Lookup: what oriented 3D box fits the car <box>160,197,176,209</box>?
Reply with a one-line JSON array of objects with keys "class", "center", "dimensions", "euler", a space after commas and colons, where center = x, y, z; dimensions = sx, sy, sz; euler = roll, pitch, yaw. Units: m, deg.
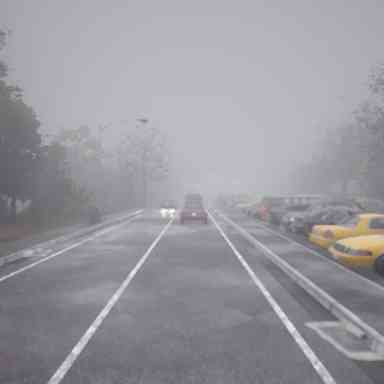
[{"class": "car", "center": [-3.193, 1.476, 45.201], "dimensions": [2.128, 1.511, 4.902], "euler": [0, 0, 0]}]

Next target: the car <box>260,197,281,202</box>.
[{"class": "car", "center": [20.535, 1.952, 86.723], "dimensions": [4.892, 1.521, 2.231], "euler": [0, -1, 0]}]

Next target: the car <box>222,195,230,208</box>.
[{"class": "car", "center": [6.977, 1.473, 42.628], "dimensions": [5.366, 1.575, 1.946], "euler": [0, 0, 0]}]

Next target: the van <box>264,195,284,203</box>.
[{"class": "van", "center": [20.639, 1.677, 83.955], "dimensions": [4.442, 1.987, 1.878], "euler": [0, -1, 0]}]

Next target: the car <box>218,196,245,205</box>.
[{"class": "car", "center": [7.323, 1.558, 62.033], "dimensions": [4.792, 1.488, 2.163], "euler": [0, -1, 0]}]

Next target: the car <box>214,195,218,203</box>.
[{"class": "car", "center": [7.304, 1.244, 59.283], "dimensions": [5.566, 2.045, 2.435], "euler": [0, 0, 0]}]

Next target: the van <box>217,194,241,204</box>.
[{"class": "van", "center": [7.196, 1.350, 64.820], "dimensions": [4.442, 1.987, 1.878], "euler": [0, -1, 0]}]

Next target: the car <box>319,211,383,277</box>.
[{"class": "car", "center": [6.753, 1.473, 9.446], "dimensions": [5.366, 1.575, 1.946], "euler": [0, 0, 0]}]

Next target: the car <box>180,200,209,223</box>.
[{"class": "car", "center": [0.150, 1.531, 25.204], "dimensions": [1.994, 1.385, 4.181], "euler": [0, 0, 0]}]

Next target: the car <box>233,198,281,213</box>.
[{"class": "car", "center": [7.131, 1.471, 37.074], "dimensions": [4.892, 1.521, 2.231], "euler": [0, 0, 0]}]

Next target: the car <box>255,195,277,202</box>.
[{"class": "car", "center": [20.607, 1.803, 92.262], "dimensions": [5.566, 2.045, 2.435], "euler": [0, -1, 0]}]

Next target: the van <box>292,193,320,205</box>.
[{"class": "van", "center": [20.238, 1.265, 59.178], "dimensions": [4.442, 1.987, 1.878], "euler": [0, -1, 0]}]

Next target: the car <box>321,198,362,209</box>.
[{"class": "car", "center": [20.258, 1.514, 45.193], "dimensions": [4.674, 1.452, 2.002], "euler": [0, 0, 0]}]

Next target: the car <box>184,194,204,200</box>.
[{"class": "car", "center": [0.221, 1.197, 40.599], "dimensions": [2.150, 2.045, 5.566], "euler": [0, 0, 0]}]

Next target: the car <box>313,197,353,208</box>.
[{"class": "car", "center": [20.273, 1.477, 47.964], "dimensions": [5.008, 1.535, 2.097], "euler": [0, 0, 0]}]

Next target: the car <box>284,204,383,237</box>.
[{"class": "car", "center": [6.969, 1.454, 14.865], "dimensions": [4.892, 1.521, 2.231], "euler": [0, 0, 0]}]

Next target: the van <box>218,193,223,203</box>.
[{"class": "van", "center": [7.140, 1.267, 56.508], "dimensions": [4.442, 1.987, 1.878], "euler": [0, 0, 0]}]

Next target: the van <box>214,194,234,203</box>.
[{"class": "van", "center": [7.523, 1.590, 78.697], "dimensions": [4.442, 1.987, 1.878], "euler": [0, -1, 0]}]

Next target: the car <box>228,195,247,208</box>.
[{"class": "car", "center": [7.138, 1.474, 39.850], "dimensions": [4.892, 1.521, 2.231], "euler": [0, 0, 0]}]

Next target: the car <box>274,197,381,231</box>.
[{"class": "car", "center": [7.025, 1.324, 17.644], "dimensions": [4.553, 1.767, 2.185], "euler": [0, 0, 0]}]

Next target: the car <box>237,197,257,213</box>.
[{"class": "car", "center": [7.058, 1.493, 31.522], "dimensions": [4.792, 1.488, 2.163], "euler": [0, 0, 0]}]

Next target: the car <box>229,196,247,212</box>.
[{"class": "car", "center": [6.921, 1.464, 34.300], "dimensions": [5.366, 1.575, 1.946], "euler": [0, 0, 0]}]

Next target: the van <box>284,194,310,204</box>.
[{"class": "van", "center": [20.274, 1.343, 64.569], "dimensions": [4.442, 1.987, 1.878], "euler": [0, -1, 0]}]

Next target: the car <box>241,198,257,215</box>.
[{"class": "car", "center": [7.039, 1.490, 28.746], "dimensions": [4.792, 1.488, 2.163], "euler": [0, 0, 0]}]

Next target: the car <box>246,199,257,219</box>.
[{"class": "car", "center": [7.021, 1.486, 25.970], "dimensions": [4.792, 1.488, 2.163], "euler": [0, 0, 0]}]

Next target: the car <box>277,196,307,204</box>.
[{"class": "car", "center": [20.225, 1.613, 67.334], "dimensions": [5.366, 1.575, 1.946], "euler": [0, -1, 0]}]

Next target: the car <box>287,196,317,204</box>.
[{"class": "car", "center": [20.378, 1.520, 61.795], "dimensions": [5.008, 1.535, 2.097], "euler": [0, -1, 0]}]

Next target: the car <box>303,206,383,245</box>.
[{"class": "car", "center": [7.141, 1.459, 12.096], "dimensions": [5.366, 1.575, 1.946], "euler": [0, 0, 0]}]

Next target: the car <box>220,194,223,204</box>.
[{"class": "car", "center": [7.214, 1.486, 50.955], "dimensions": [5.008, 1.535, 2.097], "euler": [0, 0, 0]}]

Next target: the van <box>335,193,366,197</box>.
[{"class": "van", "center": [20.359, 1.245, 42.548], "dimensions": [4.442, 1.987, 1.878], "euler": [0, 0, 0]}]

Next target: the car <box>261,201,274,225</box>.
[{"class": "car", "center": [7.042, 1.480, 20.417], "dimensions": [4.792, 1.488, 2.163], "euler": [0, 0, 0]}]

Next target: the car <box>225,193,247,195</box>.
[{"class": "car", "center": [7.150, 1.354, 45.403], "dimensions": [4.553, 1.767, 2.185], "euler": [0, 0, 0]}]

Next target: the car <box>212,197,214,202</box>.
[{"class": "car", "center": [7.321, 1.702, 70.368], "dimensions": [4.792, 1.488, 2.163], "euler": [0, -1, 0]}]

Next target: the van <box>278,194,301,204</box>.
[{"class": "van", "center": [20.546, 1.438, 70.106], "dimensions": [4.442, 1.987, 1.878], "euler": [0, -1, 0]}]

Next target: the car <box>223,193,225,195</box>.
[{"class": "car", "center": [7.169, 1.357, 48.179], "dimensions": [4.553, 1.767, 2.185], "euler": [0, 0, 0]}]

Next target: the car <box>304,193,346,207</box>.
[{"class": "car", "center": [20.270, 1.230, 50.859], "dimensions": [5.566, 2.045, 2.435], "euler": [0, 0, 0]}]

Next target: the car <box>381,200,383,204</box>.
[{"class": "car", "center": [20.138, 1.207, 31.343], "dimensions": [5.566, 2.045, 2.435], "euler": [0, 0, 0]}]

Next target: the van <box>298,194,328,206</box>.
[{"class": "van", "center": [20.452, 1.261, 56.274], "dimensions": [4.442, 1.987, 1.878], "euler": [0, 0, 0]}]

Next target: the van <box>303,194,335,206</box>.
[{"class": "van", "center": [20.434, 1.258, 53.629], "dimensions": [4.442, 1.987, 1.878], "euler": [0, 0, 0]}]

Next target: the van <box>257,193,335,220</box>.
[{"class": "van", "center": [7.148, 1.228, 23.193], "dimensions": [4.442, 1.987, 1.878], "euler": [0, 0, 0]}]
